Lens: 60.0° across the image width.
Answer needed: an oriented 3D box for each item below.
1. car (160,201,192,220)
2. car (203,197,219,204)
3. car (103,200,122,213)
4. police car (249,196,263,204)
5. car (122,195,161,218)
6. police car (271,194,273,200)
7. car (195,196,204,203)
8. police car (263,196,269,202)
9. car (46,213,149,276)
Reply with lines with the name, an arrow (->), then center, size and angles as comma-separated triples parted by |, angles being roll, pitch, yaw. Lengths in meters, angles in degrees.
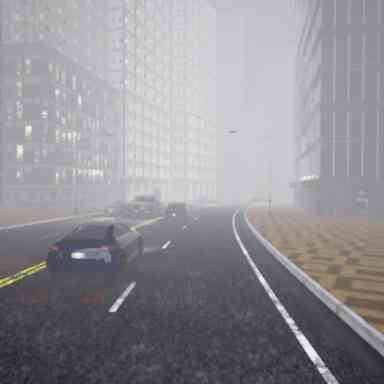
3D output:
car -> -1.144, 1.595, 29.037 | 1.837, 1.490, 4.892 | 0, 0, 7
car -> 4.520, 1.770, 70.431 | 2.128, 1.511, 4.902 | 0, 0, 17
car -> -7.281, 1.566, 33.541 | 2.128, 1.511, 4.902 | 0, 0, 9
police car -> 14.335, 1.768, 76.213 | 1.930, 1.638, 5.238 | 0, 0, 20
car -> -4.352, 1.304, 31.116 | 2.150, 2.045, 5.566 | 0, 0, 8
police car -> 20.069, 1.859, 90.725 | 1.930, 1.638, 5.238 | 1, 0, 23
car -> 1.989, 1.711, 73.188 | 1.837, 1.490, 4.892 | 0, 0, 17
police car -> 17.804, 1.824, 85.329 | 1.930, 1.638, 5.238 | 0, 0, 22
car -> -2.806, 1.589, 10.464 | 1.994, 1.385, 4.181 | 0, 0, 3
